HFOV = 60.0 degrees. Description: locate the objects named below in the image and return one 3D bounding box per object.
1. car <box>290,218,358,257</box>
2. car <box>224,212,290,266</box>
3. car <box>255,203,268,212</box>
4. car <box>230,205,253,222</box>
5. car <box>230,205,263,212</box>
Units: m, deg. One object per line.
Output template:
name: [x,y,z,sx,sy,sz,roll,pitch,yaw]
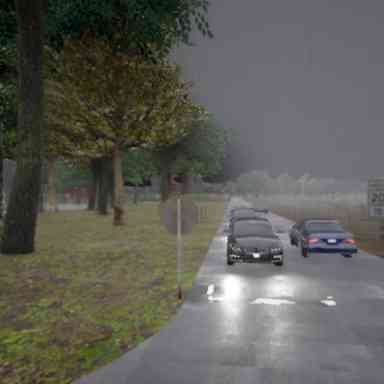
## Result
car: [5.293,1.790,14.050,2.033,1.411,5.357,-1,-1,9]
car: [2.295,1.756,12.694,1.837,1.490,4.892,-1,-1,7]
car: [9.427,2.236,46.206,1.994,1.385,4.181,-1,-1,7]
car: [4.799,2.075,32.793,2.033,1.411,5.357,-1,-1,7]
car: [3.515,1.894,22.513,1.837,1.490,4.892,-1,-1,7]
